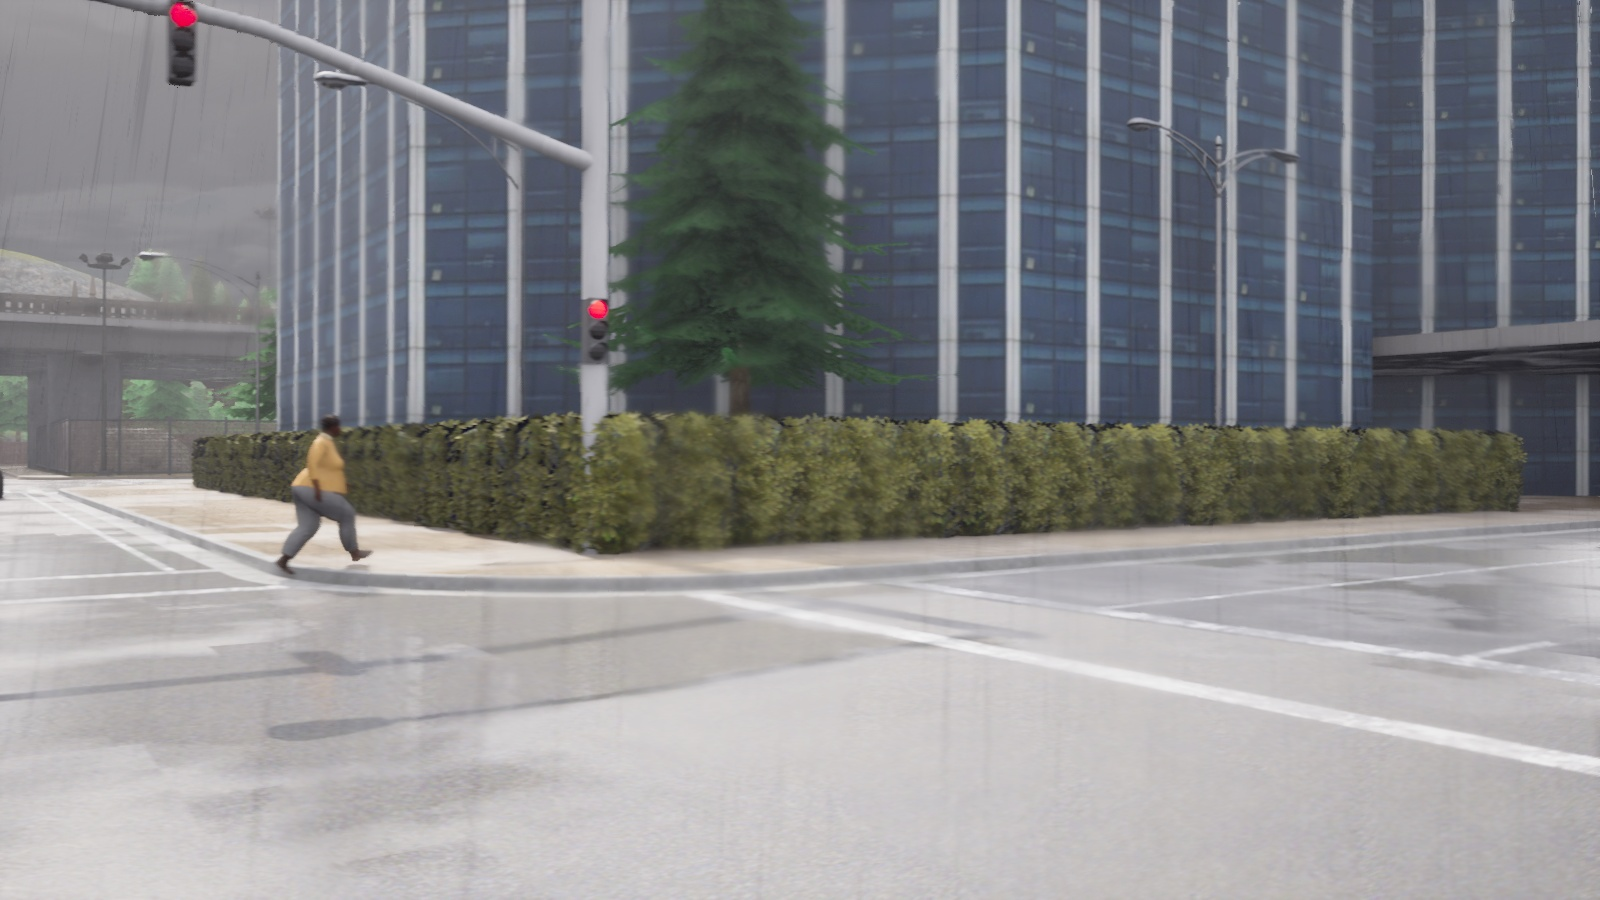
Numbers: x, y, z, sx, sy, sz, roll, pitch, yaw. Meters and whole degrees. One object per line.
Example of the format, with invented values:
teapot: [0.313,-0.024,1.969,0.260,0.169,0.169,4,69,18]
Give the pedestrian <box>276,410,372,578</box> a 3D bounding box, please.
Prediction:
pedestrian: [-5.487,0.487,14.448,0.900,1.855,0.874,0,0,-30]

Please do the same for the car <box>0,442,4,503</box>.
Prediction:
car: [-26.228,0.693,39.489,1.905,1.878,3.866,0,0,-34]
